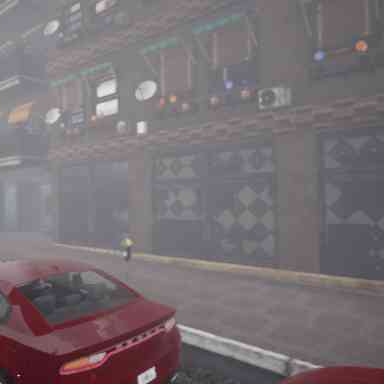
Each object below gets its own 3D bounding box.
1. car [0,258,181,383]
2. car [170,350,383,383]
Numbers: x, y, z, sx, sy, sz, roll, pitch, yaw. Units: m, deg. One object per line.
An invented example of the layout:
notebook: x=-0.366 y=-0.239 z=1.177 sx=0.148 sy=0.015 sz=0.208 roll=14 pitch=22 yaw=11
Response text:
car: x=-2.226 y=1.547 z=4.334 sx=4.507 sy=1.381 sz=1.887 roll=0 pitch=-1 yaw=36
car: x=2.275 y=1.544 z=1.121 sx=4.507 sy=1.381 sz=1.887 roll=0 pitch=-1 yaw=36
